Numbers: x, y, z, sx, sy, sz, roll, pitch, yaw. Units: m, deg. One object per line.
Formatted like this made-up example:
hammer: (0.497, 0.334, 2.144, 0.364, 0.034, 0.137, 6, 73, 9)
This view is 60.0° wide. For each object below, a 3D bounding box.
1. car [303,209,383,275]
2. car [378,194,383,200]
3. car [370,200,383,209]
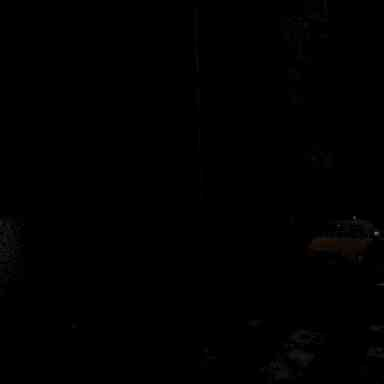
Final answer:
car: (4.842, 1.467, 10.391, 1.752, 1.417, 4.829, -1, 0, 35)
car: (14.097, 1.088, 23.487, 2.192, 1.841, 5.009, -2, 0, 35)
car: (11.051, 1.373, 19.166, 1.887, 1.381, 4.507, -2, 0, 35)
